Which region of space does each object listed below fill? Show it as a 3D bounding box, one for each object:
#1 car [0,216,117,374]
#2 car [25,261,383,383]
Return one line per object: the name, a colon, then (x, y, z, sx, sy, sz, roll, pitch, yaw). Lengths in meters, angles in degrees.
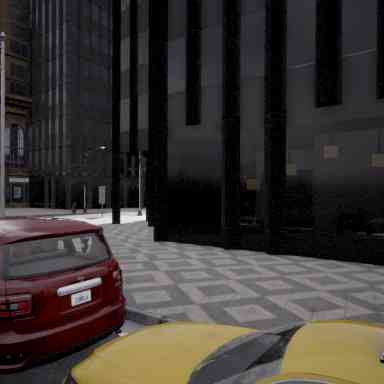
car: (-3.233, 1.314, 5.265, 5.009, 1.841, 2.192, 0, 0, 36)
car: (1.046, 1.525, 2.213, 4.829, 1.417, 1.752, 0, 0, 36)
